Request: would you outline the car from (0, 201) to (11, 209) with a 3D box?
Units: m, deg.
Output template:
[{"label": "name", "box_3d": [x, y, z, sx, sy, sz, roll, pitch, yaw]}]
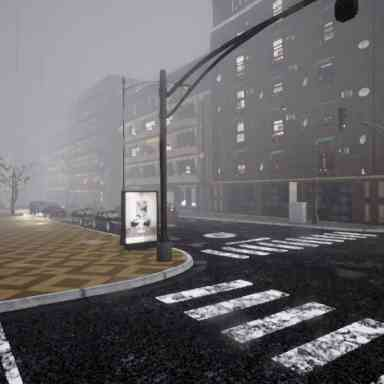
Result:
[{"label": "car", "box_3d": [-38.126, 2.704, 68.297, 2.008, 1.369, 4.403, -2, 0, -36]}]

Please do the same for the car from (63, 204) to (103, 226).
[{"label": "car", "box_3d": [-8.847, 1.970, 27.615, 2.008, 1.369, 4.403, -2, 0, -36]}]

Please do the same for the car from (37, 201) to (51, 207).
[{"label": "car", "box_3d": [-34.601, 2.738, 77.721, 1.947, 1.339, 4.313, -2, 0, -36]}]

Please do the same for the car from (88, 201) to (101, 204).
[{"label": "car", "box_3d": [-15.012, 2.121, 50.653, 1.967, 1.590, 4.097, -2, 0, -36]}]

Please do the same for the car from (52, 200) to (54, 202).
[{"label": "car", "box_3d": [-25.387, 2.472, 60.583, 1.994, 1.385, 4.181, -1, -1, -36]}]

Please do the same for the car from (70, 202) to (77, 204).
[{"label": "car", "box_3d": [-21.542, 2.426, 59.674, 1.802, 1.307, 4.206, -2, 0, -36]}]

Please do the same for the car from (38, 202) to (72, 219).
[{"label": "car", "box_3d": [-14.924, 2.116, 36.090, 1.887, 1.381, 4.507, -2, 0, -36]}]

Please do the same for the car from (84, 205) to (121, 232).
[{"label": "car", "box_3d": [-5.581, 1.889, 23.103, 2.008, 1.369, 4.403, -2, 0, -36]}]

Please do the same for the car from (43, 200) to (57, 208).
[{"label": "car", "box_3d": [-31.340, 2.530, 73.209, 1.967, 1.590, 4.097, -2, 0, -36]}]

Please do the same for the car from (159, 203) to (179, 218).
[{"label": "car", "box_3d": [-3.162, 1.827, 34.491, 1.967, 1.590, 4.097, -2, 0, -36]}]

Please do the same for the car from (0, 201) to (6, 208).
[{"label": "car", "box_3d": [-44.656, 2.862, 77.321, 1.887, 1.381, 4.507, -2, 0, -36]}]

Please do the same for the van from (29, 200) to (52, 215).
[{"label": "van", "box_3d": [-19.843, 2.036, 42.977, 1.690, 1.788, 3.998, -2, 0, -36]}]

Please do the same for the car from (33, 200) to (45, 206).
[{"label": "car", "box_3d": [-37.867, 2.799, 82.233, 1.887, 1.381, 4.507, -2, 0, -36]}]
